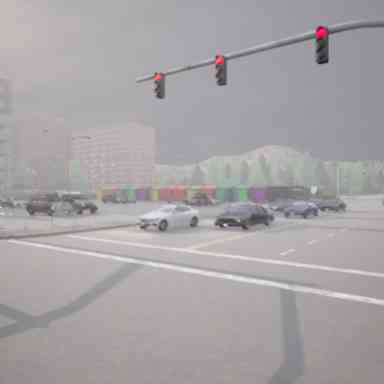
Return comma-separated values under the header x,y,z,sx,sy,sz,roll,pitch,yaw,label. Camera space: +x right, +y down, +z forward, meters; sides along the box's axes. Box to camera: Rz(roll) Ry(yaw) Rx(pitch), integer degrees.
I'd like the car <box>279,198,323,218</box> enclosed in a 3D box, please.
x,y,z,sx,sy,sz,roll,pitch,yaw,label
9.737,1.486,29.494,1.812,1.442,4.674,0,0,37,car

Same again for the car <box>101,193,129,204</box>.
x,y,z,sx,sy,sz,roll,pitch,yaw,label
-13.660,1.107,57.792,4.605,1.855,1.932,0,0,36,car

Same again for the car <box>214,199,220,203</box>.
x,y,z,sx,sy,sz,roll,pitch,yaw,label
4.125,1.493,27.892,1.812,1.442,4.674,0,0,37,car

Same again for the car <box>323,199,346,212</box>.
x,y,z,sx,sy,sz,roll,pitch,yaw,label
16.115,1.494,37.871,2.033,1.411,5.357,0,0,37,car

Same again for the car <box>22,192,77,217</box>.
x,y,z,sx,sy,sz,roll,pitch,yaw,label
-12.621,1.135,29.307,4.605,1.855,1.932,0,0,36,car

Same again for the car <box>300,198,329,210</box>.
x,y,z,sx,sy,sz,roll,pitch,yaw,label
16.094,1.488,43.579,2.033,1.411,5.357,0,0,38,car

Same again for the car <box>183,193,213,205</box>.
x,y,z,sx,sy,sz,roll,pitch,yaw,label
0.563,1.107,47.561,3.866,1.878,1.905,0,0,36,car

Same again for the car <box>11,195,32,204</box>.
x,y,z,sx,sy,sz,roll,pitch,yaw,label
-30.652,1.332,59.892,3.905,1.438,1.784,0,0,36,car

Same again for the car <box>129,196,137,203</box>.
x,y,z,sx,sy,sz,roll,pitch,yaw,label
-11.914,1.314,60.104,3.905,1.438,1.784,0,0,36,car

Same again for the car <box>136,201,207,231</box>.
x,y,z,sx,sy,sz,roll,pitch,yaw,label
-1.334,1.506,20.603,1.812,1.442,4.674,0,0,38,car

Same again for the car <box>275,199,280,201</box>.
x,y,z,sx,sy,sz,roll,pitch,yaw,label
9.674,1.446,35.199,2.128,1.511,4.902,0,0,37,car

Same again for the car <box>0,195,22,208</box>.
x,y,z,sx,sy,sz,roll,pitch,yaw,label
-23.470,1.372,44.033,3.806,1.475,1.970,0,0,36,car

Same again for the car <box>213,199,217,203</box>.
x,y,z,sx,sy,sz,roll,pitch,yaw,label
2.265,1.342,49.904,3.806,1.475,1.970,0,0,36,car

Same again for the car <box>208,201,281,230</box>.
x,y,z,sx,sy,sz,roll,pitch,yaw,label
3.512,1.522,21.291,2.033,1.411,5.357,0,0,37,car

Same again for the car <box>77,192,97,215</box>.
x,y,z,sx,sy,sz,roll,pitch,yaw,label
-10.884,1.134,31.622,3.866,1.878,1.905,0,0,36,car
